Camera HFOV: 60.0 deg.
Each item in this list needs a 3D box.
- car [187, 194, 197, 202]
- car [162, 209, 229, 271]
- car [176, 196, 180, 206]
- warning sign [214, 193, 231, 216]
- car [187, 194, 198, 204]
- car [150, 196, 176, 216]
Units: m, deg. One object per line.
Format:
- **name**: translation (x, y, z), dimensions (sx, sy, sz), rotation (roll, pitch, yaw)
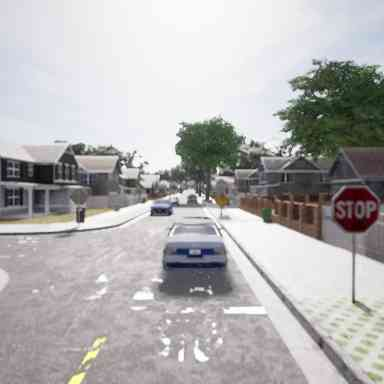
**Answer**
- **car**: translation (0.024, 1.206, 67.752), dimensions (1.882, 1.535, 5.008), rotation (0, 0, 0)
- **car**: translation (0.086, 1.518, 10.728), dimensions (2.033, 1.411, 5.357), rotation (0, 0, 0)
- **car**: translation (-2.807, 1.361, 49.922), dimensions (2.033, 1.411, 5.357), rotation (0, 0, 0)
- **warning sign**: translation (2.529, 1.028, 27.965), dimensions (1.300, 1.860, 1.060), rotation (0, 0, 0)
- **car**: translation (0.072, 1.321, 57.791), dimensions (2.033, 1.411, 5.357), rotation (0, 0, 1)
- **car**: translation (-2.836, 1.375, 31.801), dimensions (1.882, 1.535, 5.008), rotation (0, 0, 0)
